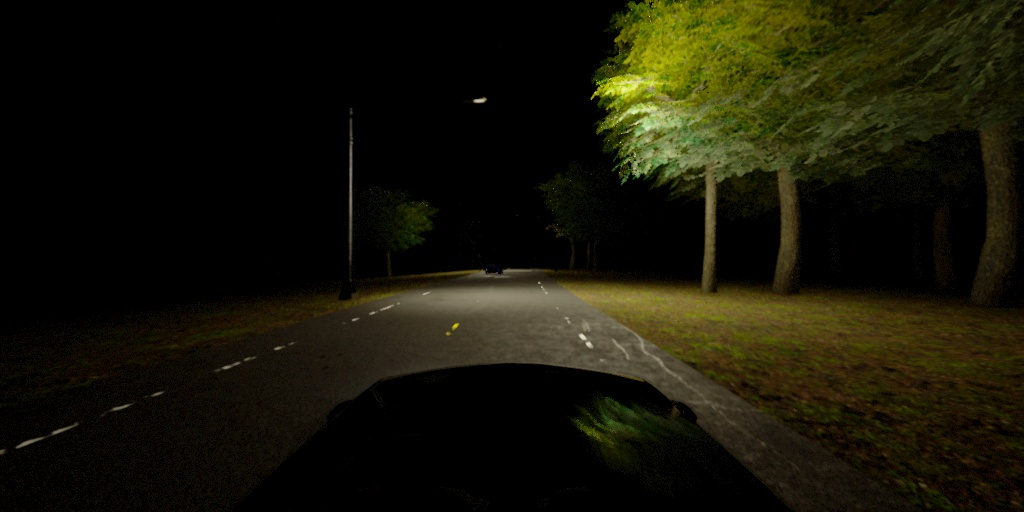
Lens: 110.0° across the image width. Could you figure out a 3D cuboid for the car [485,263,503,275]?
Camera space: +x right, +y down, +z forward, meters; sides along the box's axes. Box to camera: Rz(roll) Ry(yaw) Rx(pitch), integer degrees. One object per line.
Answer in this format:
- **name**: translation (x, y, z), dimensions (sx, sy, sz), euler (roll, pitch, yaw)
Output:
- **car**: translation (-2.313, 1.666, 46.610), dimensions (1.882, 1.535, 5.008), euler (0, -1, 3)
